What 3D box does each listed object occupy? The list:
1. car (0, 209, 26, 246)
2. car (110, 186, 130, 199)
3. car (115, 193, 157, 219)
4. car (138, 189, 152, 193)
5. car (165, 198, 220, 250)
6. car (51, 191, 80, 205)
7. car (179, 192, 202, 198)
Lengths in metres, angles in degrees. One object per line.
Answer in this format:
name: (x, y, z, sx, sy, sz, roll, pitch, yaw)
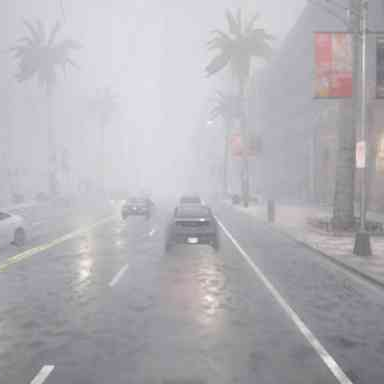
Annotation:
car: (-7.169, 1.271, 10.819, 1.812, 1.442, 4.674, 0, 1, -1)
car: (-11.016, 0.031, 51.368, 2.150, 2.045, 5.566, 0, 1, 0)
car: (-3.581, 1.012, 23.035, 2.033, 1.411, 5.357, 0, 1, -1)
car: (-7.519, 0.267, 53.428, 1.837, 1.490, 4.892, 0, 1, 0)
car: (0.007, 1.205, 12.836, 1.837, 1.490, 4.892, 0, 1, 0)
car: (-13.896, 0.624, 36.884, 2.231, 1.521, 4.892, 0, 1, -1)
car: (-0.145, 0.782, 29.999, 1.882, 1.535, 5.008, 0, 1, -1)
